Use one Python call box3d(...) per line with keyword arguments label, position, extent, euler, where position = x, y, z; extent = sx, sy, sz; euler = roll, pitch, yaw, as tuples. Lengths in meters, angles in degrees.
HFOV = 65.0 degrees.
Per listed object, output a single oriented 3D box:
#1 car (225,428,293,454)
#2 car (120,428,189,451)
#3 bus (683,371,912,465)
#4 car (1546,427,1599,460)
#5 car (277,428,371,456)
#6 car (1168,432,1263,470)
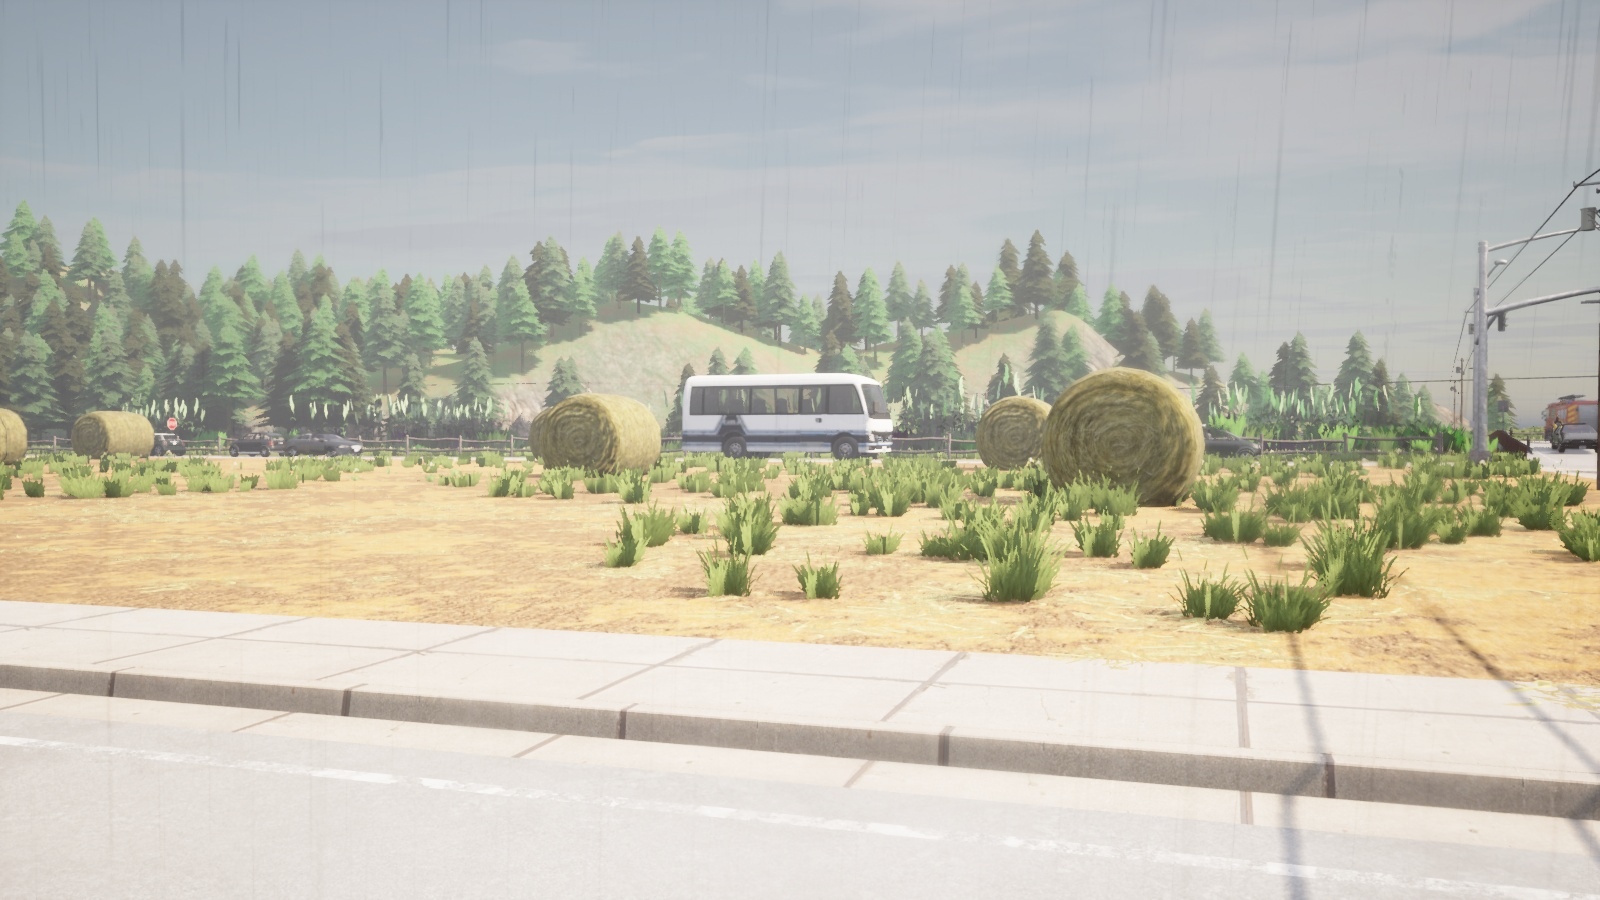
box3d(label="car", position=(-33.639, -0.579, 78.042), extent=(3.705, 1.549, 1.789), euler=(1, 1, 23))
box3d(label="car", position=(-41.864, -0.677, 81.438), extent=(3.806, 1.475, 1.970), euler=(1, 1, 22))
box3d(label="bus", position=(-0.124, -1.526, 60.409), extent=(10.273, 4.253, 3.944), euler=(1, 1, 23))
box3d(label="car", position=(39.484, -0.369, 63.938), extent=(2.033, 1.411, 5.357), euler=(1, 4, 25))
box3d(label="car", position=(-27.142, -0.473, 71.576), extent=(4.902, 1.511, 2.128), euler=(1, 1, 22))
box3d(label="car", position=(17.590, 0.013, 53.122), extent=(3.705, 1.549, 1.789), euler=(1, 1, 23))
